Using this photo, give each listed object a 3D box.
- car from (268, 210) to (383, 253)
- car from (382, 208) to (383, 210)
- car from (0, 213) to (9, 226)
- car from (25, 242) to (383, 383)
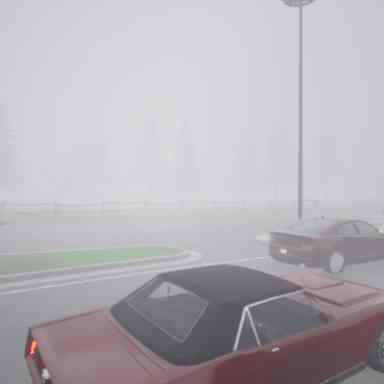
[{"bbox_3d":[4.676,1.504,10.516,5.008,1.535,1.882,0,0,-30],"label":"car"},{"bbox_3d":[21.224,1.713,33.157,5.357,1.411,2.033,0,0,-29],"label":"car"},{"bbox_3d":[-13.365,1.537,18.689,5.357,1.411,2.033,0,0,-25],"label":"car"},{"bbox_3d":[0.694,1.608,4.043,4.718,1.301,1.895,0,0,-33],"label":"car"}]
